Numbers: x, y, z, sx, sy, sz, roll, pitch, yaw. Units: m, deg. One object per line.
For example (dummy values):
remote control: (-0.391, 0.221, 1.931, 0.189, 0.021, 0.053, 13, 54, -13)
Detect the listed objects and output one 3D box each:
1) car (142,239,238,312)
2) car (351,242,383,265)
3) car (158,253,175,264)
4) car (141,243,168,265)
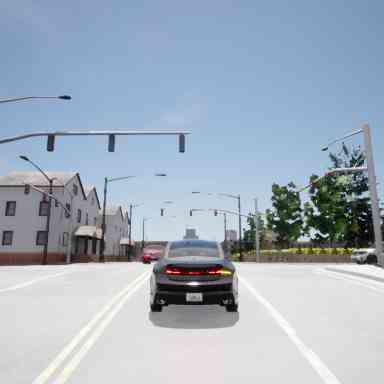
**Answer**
car: (0.045, 1.985, 8.590, 1.837, 1.490, 4.892, 0, -7, 0)
car: (16.794, 5.315, 28.832, 5.566, 2.045, 2.150, 0, -12, 1)
car: (-3.745, 9.947, 49.815, 2.128, 1.511, 4.902, 0, -12, 0)
car: (-3.703, 6.361, 33.807, 2.150, 2.045, 5.566, 0, -13, 0)
